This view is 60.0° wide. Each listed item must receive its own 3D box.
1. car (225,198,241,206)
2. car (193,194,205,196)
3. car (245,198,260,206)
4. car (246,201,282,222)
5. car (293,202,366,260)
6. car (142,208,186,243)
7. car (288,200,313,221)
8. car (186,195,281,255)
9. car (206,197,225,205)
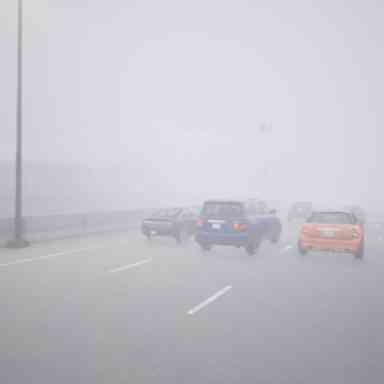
[{"bbox_3d":[7.904,1.842,63.735,1.994,1.385,4.181,0,0,24],"label":"car"},{"bbox_3d":[1.245,1.464,65.770,2.150,2.045,5.566,1,0,24],"label":"car"},{"bbox_3d":[11.508,1.863,63.277,1.994,1.385,4.181,0,0,23],"label":"car"},{"bbox_3d":[6.514,1.655,29.750,1.837,1.490,4.892,0,0,28],"label":"car"},{"bbox_3d":[5.641,1.434,13.143,2.097,1.767,4.553,0,0,28],"label":"car"},{"bbox_3d":[-0.508,1.548,16.491,2.128,1.511,4.902,0,0,28],"label":"car"},{"bbox_3d":[9.569,1.512,28.038,2.097,1.767,4.553,0,0,28],"label":"car"},{"bbox_3d":[2.127,1.288,14.004,2.150,2.045,5.566,0,0,28],"label":"car"},{"bbox_3d":[4.598,1.808,64.759,2.033,1.411,5.357,0,0,24],"label":"car"}]
